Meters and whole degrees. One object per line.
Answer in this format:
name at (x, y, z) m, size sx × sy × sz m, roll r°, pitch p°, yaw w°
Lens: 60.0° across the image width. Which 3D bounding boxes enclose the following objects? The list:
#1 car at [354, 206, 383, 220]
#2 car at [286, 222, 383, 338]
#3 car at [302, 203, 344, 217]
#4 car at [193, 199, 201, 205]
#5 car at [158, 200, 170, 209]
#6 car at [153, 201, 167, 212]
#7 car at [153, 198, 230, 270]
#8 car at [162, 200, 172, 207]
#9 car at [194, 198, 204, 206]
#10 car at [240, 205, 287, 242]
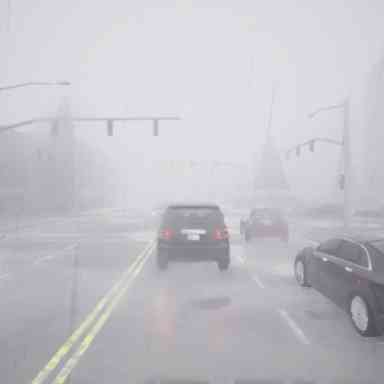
car at (18.451, 1.993, 32.378) m, size 4.718 × 1.301 × 1.895 m, roll 0°, pitch -1°, yaw -2°
car at (3.585, 1.587, 6.729) m, size 1.837 × 1.490 × 4.892 m, roll 0°, pitch -1°, yaw 0°
car at (14.398, 1.938, 35.767) m, size 4.892 × 1.490 × 1.837 m, roll 0°, pitch -1°, yaw -2°
car at (1.377, 2.624, 88.553) m, size 1.994 × 1.385 × 4.181 m, roll 0°, pitch -1°, yaw -1°
car at (-4.963, 2.198, 59.517) m, size 1.882 × 1.535 × 5.008 m, roll 0°, pitch -1°, yaw -1°
car at (-4.754, 2.133, 50.127) m, size 1.812 × 1.442 × 4.674 m, roll 0°, pitch -1°, yaw -1°
car at (0.026, 1.363, 11.681) m, size 2.150 × 2.045 × 5.566 m, roll 0°, pitch -1°, yaw 0°
car at (-5.146, 2.392, 69.396) m, size 1.994 × 1.385 × 4.181 m, roll 0°, pitch -1°, yaw -1°
car at (1.625, 2.307, 78.650) m, size 2.097 × 1.767 × 4.553 m, roll 0°, pitch -1°, yaw -1°
car at (3.776, 1.570, 17.961) m, size 2.097 × 1.767 × 4.553 m, roll 0°, pitch -1°, yaw 5°
